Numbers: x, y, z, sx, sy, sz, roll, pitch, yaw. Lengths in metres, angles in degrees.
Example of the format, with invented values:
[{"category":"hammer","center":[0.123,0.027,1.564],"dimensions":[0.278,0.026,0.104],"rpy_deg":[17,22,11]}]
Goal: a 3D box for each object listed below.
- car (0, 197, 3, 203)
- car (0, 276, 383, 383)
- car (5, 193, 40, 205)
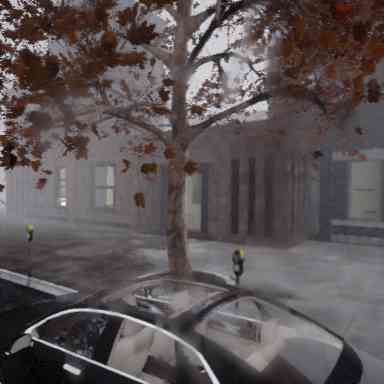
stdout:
[{"category":"car","center":[-27.786,0.869,43.865],"dimensions":[2.192,1.841,5.009],"rpy_deg":[2,2,34]},{"category":"car","center":[-0.444,1.541,3.188],"dimensions":[4.403,1.369,2.008],"rpy_deg":[0,1,35]},{"category":"car","center":[-24.651,0.927,48.438],"dimensions":[1.967,1.590,4.097],"rpy_deg":[2,2,34]}]
